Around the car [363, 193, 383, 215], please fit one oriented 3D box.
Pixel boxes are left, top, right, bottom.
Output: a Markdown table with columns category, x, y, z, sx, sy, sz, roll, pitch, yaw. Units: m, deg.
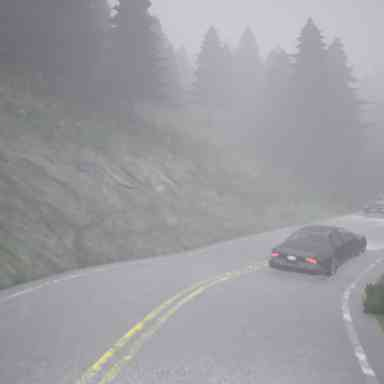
| category | x | y | z | sx | sy | sz | roll | pitch | yaw |
| --- | --- | --- | --- | --- | --- | --- | --- | --- | --- |
| car | 14.271 | 0.817 | 24.097 | 4.674 | 1.442 | 1.812 | -5 | 4 | -36 |

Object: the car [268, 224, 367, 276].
| category | x | y | z | sx | sy | sz | roll | pitch | yaw |
| --- | --- | --- | --- | --- | --- | --- | --- | --- | --- |
| car | 4.868 | 1.952 | 12.439 | 2.033 | 1.411 | 5.357 | 1 | 5 | 42 |
